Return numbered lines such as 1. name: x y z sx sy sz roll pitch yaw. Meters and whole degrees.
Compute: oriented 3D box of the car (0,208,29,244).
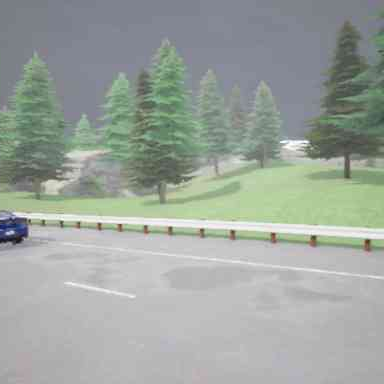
1. car: -8.686 1.343 13.333 5.008 1.535 1.882 -1 2 31
